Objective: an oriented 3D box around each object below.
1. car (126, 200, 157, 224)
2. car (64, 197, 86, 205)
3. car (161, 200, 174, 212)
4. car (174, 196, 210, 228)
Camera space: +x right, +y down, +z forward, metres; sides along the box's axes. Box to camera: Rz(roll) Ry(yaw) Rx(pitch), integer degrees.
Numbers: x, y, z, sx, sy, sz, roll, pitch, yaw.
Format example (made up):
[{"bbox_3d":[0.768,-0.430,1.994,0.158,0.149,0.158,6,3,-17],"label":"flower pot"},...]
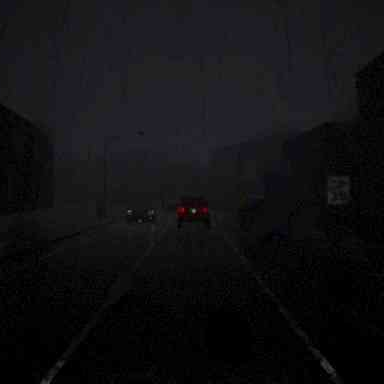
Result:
[{"bbox_3d":[-3.830,1.474,25.959,2.097,1.767,4.553,0,0,-3],"label":"car"},{"bbox_3d":[-22.044,1.617,62.485,5.008,1.535,1.882,0,-1,34],"label":"car"},{"bbox_3d":[-2.559,1.681,41.720,1.882,1.535,5.008,1,0,-16],"label":"car"},{"bbox_3d":[0.047,1.331,23.664,2.150,2.045,5.566,0,-1,-1],"label":"car"}]
